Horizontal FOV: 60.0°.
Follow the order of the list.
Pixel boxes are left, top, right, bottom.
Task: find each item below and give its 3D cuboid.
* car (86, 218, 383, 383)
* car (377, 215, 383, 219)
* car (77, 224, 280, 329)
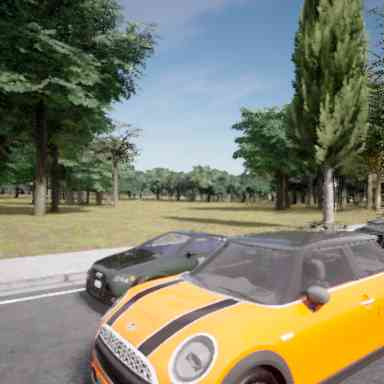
[{"bbox_3d":[1.073,1.372,4.455,4.553,1.767,2.097,0,0,-36],"label":"car"},{"bbox_3d":[8.382,1.654,13.675,4.181,1.385,1.994,0,0,-36],"label":"car"},{"bbox_3d":[-0.183,1.593,7.550,4.181,1.385,1.994,0,0,-36],"label":"car"}]
